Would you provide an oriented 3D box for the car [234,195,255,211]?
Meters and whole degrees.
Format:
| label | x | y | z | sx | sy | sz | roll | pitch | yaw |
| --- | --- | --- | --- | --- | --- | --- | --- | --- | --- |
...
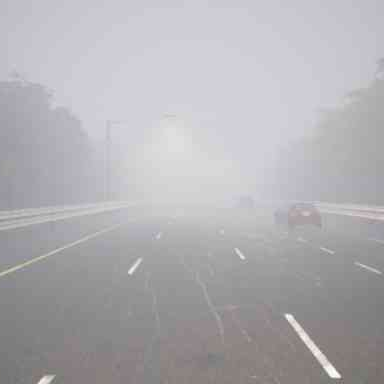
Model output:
| label | x | y | z | sx | sy | sz | roll | pitch | yaw |
| --- | --- | --- | --- | --- | --- | --- | --- | --- | --- |
| car | 7.129 | 1.474 | 45.537 | 2.150 | 2.045 | 5.566 | 0 | 0 | 0 |

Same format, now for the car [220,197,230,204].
| label | x | y | z | sx | sy | sz | roll | pitch | yaw |
| --- | --- | --- | --- | --- | --- | --- | --- | --- | --- |
| car | 7.332 | 1.963 | 74.854 | 1.882 | 1.535 | 5.008 | 0 | 0 | 1 |

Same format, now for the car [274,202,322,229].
| label | x | y | z | sx | sy | sz | roll | pitch | yaw |
| --- | --- | --- | --- | --- | --- | --- | --- | --- | --- |
| car | 7.036 | 1.437 | 22.555 | 2.097 | 1.767 | 4.553 | 0 | 0 | 0 |
